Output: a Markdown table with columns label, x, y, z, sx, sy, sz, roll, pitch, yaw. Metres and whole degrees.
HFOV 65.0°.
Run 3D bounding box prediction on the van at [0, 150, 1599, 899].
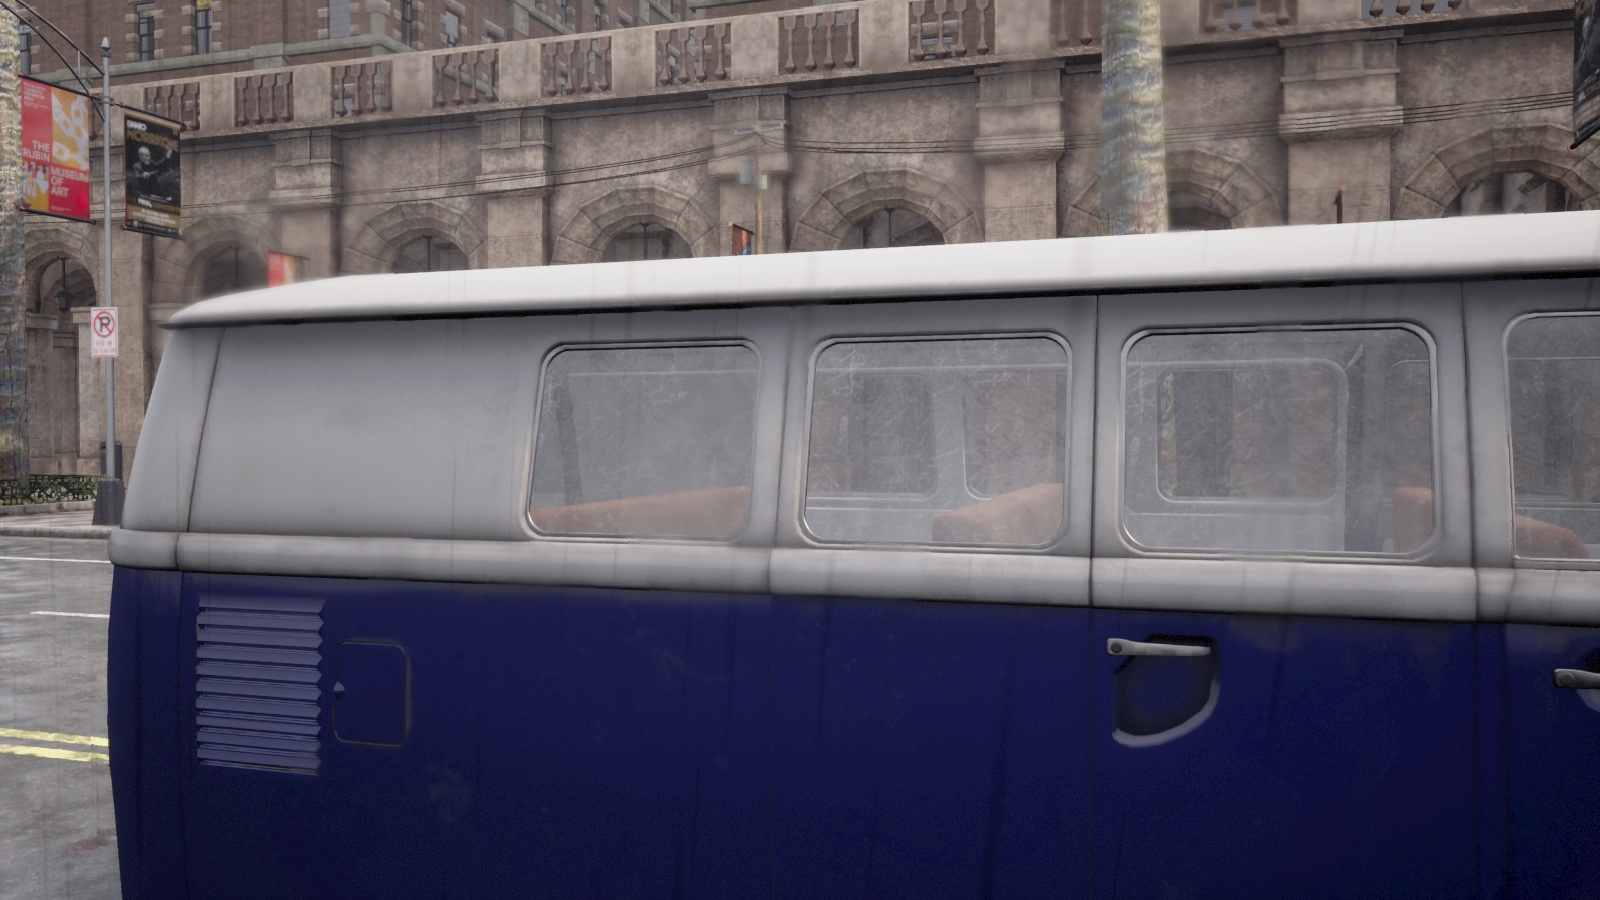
| label | x | y | z | sx | sy | sz | roll | pitch | yaw |
| --- | --- | --- | --- | --- | --- | --- | --- | --- | --- |
| van | 0.567 | 0.533 | 2.993 | 4.442 | 1.987 | 1.775 | 1 | 1 | 18 |
